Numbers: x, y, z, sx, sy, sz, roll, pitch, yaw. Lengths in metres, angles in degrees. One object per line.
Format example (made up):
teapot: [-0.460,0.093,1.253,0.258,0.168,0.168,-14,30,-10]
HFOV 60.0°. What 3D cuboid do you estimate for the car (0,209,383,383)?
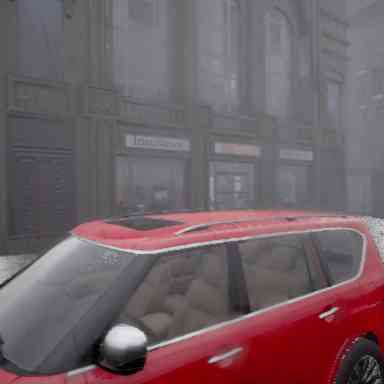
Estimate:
car: [-0.292,1.234,3.009,5.566,2.045,2.150,0,0,-35]
